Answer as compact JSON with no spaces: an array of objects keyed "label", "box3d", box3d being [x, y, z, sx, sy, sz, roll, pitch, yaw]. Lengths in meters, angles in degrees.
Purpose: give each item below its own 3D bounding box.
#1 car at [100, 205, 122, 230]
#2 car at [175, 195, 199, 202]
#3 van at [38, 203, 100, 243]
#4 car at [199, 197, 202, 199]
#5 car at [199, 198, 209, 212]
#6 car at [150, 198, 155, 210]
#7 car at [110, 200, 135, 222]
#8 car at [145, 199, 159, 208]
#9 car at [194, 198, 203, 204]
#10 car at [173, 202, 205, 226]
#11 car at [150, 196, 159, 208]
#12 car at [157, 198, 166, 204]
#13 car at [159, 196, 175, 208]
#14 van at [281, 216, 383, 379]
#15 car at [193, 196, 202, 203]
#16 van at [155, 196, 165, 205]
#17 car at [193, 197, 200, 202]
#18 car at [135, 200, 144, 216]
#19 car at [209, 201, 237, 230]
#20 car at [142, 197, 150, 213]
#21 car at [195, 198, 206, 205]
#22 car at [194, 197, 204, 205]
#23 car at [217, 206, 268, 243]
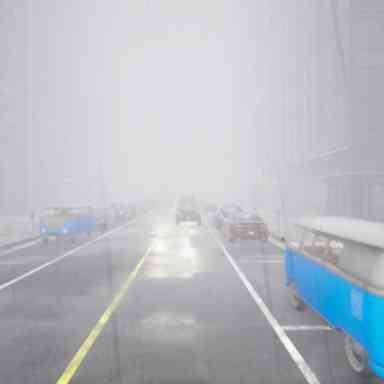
[{"label":"car","box3d":[-6.110,1.733,21.929,1.802,1.307,4.206,0,0,-1]},{"label":"car","box3d":[-0.572,1.468,40.876,2.150,2.045,5.566,0,0,-1]},{"label":"van","box3d":[-6.017,1.459,16.330,1.690,1.788,3.998,0,0,-1]},{"label":"car","box3d":[1.852,1.892,55.690,1.947,1.339,4.313,0,0,-1]},{"label":"car","box3d":[2.133,1.769,38.885,1.887,1.381,4.507,0,0,-1]},{"label":"car","box3d":[-6.484,1.852,44.332,1.947,1.339,4.313,0,0,-1]},{"label":"car","box3d":[-6.204,1.625,27.531,1.967,1.590,4.097,0,0,-1]},{"label":"car","box3d":[-6.671,1.936,55.534,1.802,1.307,4.206,0,0,-1]},{"label":"car","box3d":[1.478,2.052,78.093,1.802,1.307,4.206,0,0,-1]},{"label":"car","box3d":[-0.298,1.677,24.989,1.812,1.442,4.674,0,-1,-2]},{"label":"car","box3d":[-6.578,1.635,49.935,2.192,1.841,5.009,0,0,-1]},{"label":"car","box3d":[-7.043,2.022,77.767,1.752,1.417,4.829,0,0,-1]},{"label":"car","box3d":[-3.885,1.842,53.932,1.837,1.490,4.892,0,-1,-1]},{"label":"van","box3d":[2.694,1.364,5.279,1.690,1.788,3.998,0,0,-1]},{"label":"car","box3d":[1.384,1.822,83.696,2.192,1.841,5.009,0,0,-1]},{"label":"van","box3d":[-6.952,1.802,72.337,1.690,1.788,3.998,0,0,-1]},{"label":"car","box3d":[1.194,2.109,95.067,1.752,1.417,4.829,0,0,-1]},{"label":"car","box3d":[-6.297,1.785,33.131,1.947,1.339,4.313,0,0,-1]},{"label":"car","box3d":[2.414,1.563,22.082,1.967,1.590,4.097,0,0,-1]},{"label":"car","box3d":[-6.391,1.692,38.732,1.967,1.590,4.097,0,0,-1]},{"label":"car","box3d":[1.665,1.948,66.891,2.008,1.369,4.403,0,0,-1]},{"label":"car","box3d":[1.571,1.873,72.494,1.967,1.590,4.097,0,0,-1]},{"label":"car","box3d":[2.507,1.635,16.481,1.887,1.381,4.507,0,0,-1]}]
